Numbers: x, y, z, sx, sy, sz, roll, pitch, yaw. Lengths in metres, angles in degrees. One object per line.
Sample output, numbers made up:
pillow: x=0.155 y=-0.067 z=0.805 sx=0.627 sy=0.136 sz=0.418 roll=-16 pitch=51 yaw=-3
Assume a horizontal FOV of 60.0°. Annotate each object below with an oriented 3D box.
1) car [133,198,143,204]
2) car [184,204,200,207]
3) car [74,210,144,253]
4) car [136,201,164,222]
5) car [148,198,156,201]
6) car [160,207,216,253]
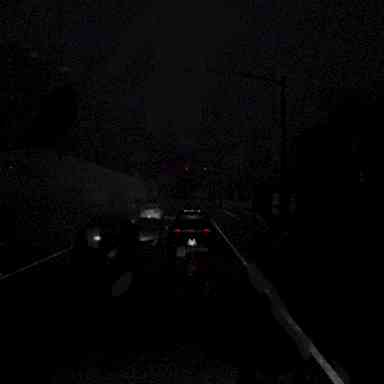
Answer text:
car: x=-13.990 y=2.304 z=86.539 sx=1.837 sy=1.490 sz=4.892 roll=0 pitch=-1 yaw=0
car: x=0.009 y=1.765 z=29.291 sx=2.128 sy=1.511 sz=4.902 roll=0 pitch=0 yaw=0
car: x=-3.496 y=1.698 z=14.299 sx=1.994 sy=1.385 sz=4.181 roll=0 pitch=0 yaw=0
car: x=-3.496 y=1.799 z=29.385 sx=1.812 sy=1.442 sz=4.674 roll=0 pitch=0 yaw=0
car: x=-10.490 y=2.328 z=86.539 sx=1.812 sy=1.442 sz=4.674 roll=0 pitch=-1 yaw=0
car: x=0.006 y=1.626 z=14.293 sx=2.128 sy=1.511 sz=4.902 roll=0 pitch=0 yaw=0
